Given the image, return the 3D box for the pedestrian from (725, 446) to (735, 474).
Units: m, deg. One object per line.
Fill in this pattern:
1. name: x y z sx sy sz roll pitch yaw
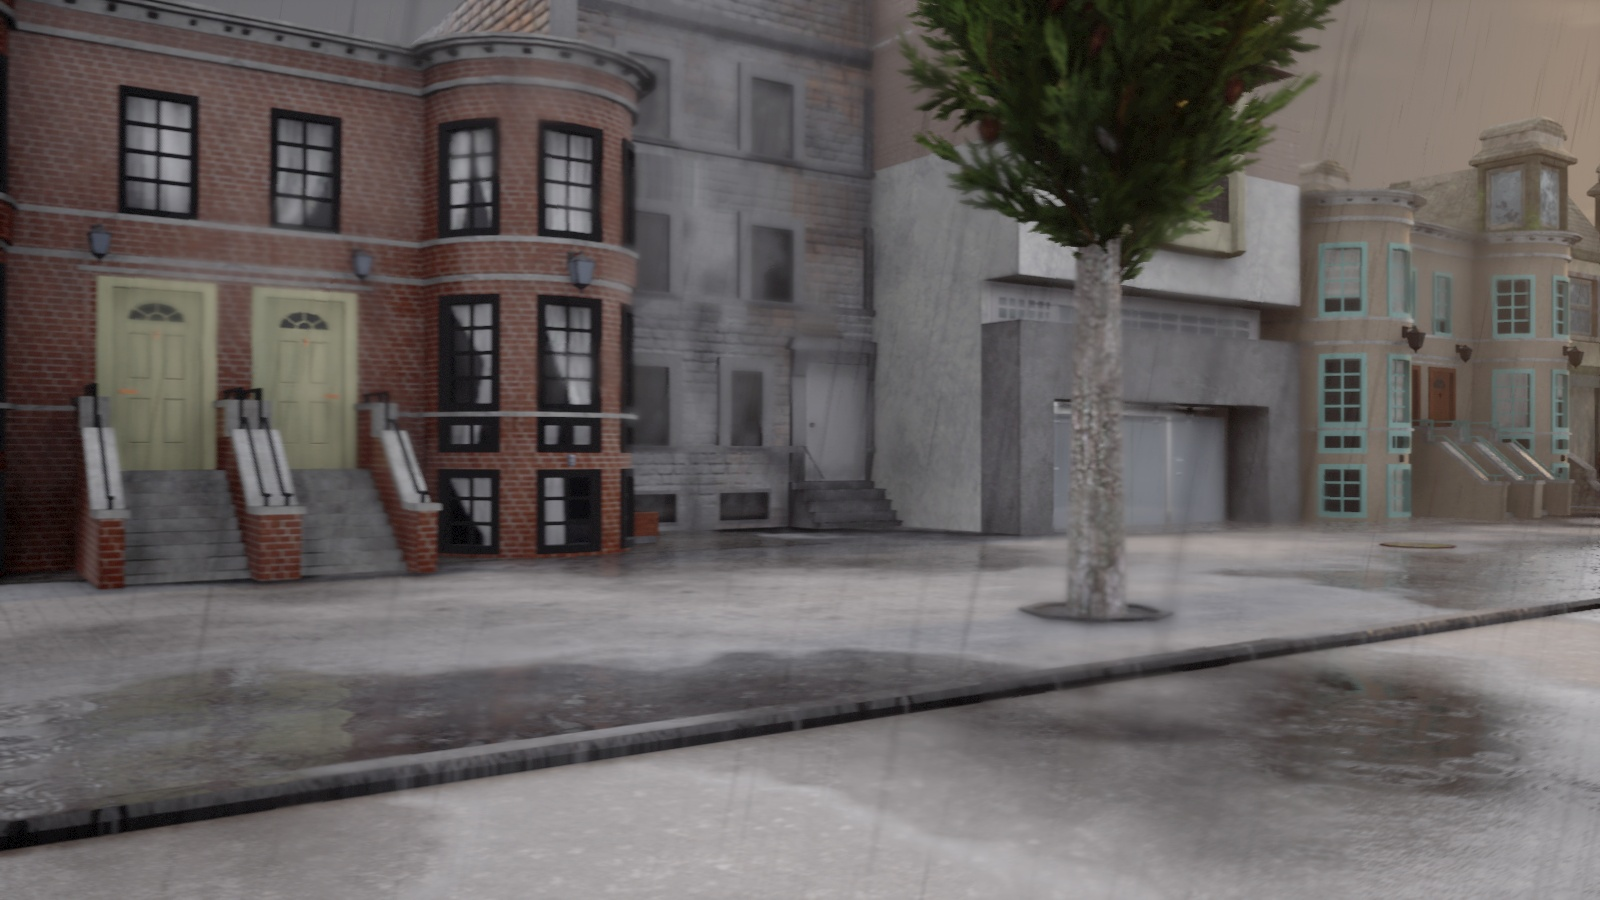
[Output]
1. pedestrian: -4.708 0.666 84.132 0.354 1.836 0.706 0 0 -37
